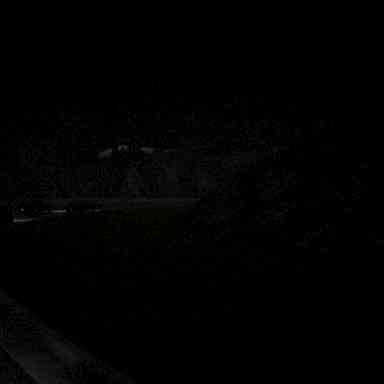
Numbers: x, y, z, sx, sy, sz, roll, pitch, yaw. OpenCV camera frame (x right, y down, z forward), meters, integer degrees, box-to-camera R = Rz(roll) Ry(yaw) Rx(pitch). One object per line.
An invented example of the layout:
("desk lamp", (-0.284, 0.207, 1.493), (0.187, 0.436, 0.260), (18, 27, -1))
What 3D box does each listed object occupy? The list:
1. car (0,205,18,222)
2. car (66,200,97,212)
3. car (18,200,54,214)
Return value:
("car", (-14.652, 1.614, 24.285), (1.812, 1.442, 4.674), (0, 0, -10))
("car", (-13.540, 1.713, 40.838), (1.812, 1.442, 4.674), (0, 0, 15))
("car", (-17.780, 1.661, 38.070), (1.837, 1.490, 4.892), (0, 0, 10))
